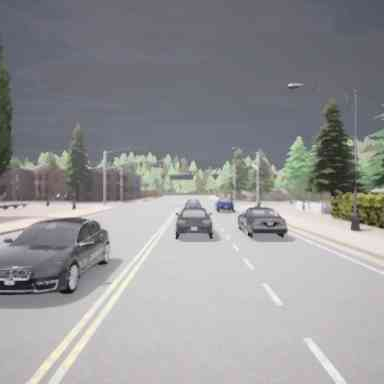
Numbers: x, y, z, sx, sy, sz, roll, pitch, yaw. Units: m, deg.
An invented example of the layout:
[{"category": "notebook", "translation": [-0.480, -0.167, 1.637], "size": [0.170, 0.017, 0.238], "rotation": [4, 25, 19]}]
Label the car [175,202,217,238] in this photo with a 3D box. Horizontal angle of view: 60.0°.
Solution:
[{"category": "car", "translation": [0.099, 1.489, 17.293], "size": [1.812, 1.442, 4.674], "rotation": [0, 0, 0]}]

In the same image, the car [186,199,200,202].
[{"category": "car", "translation": [0.097, 1.473, 34.877], "size": [2.033, 1.411, 5.357], "rotation": [0, 0, 0]}]

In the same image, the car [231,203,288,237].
[{"category": "car", "translation": [3.601, 1.510, 17.810], "size": [2.033, 1.411, 5.357], "rotation": [0, 0, 0]}]

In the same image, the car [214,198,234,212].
[{"category": "car", "translation": [3.597, 1.399, 37.297], "size": [1.882, 1.535, 5.008], "rotation": [0, 0, 0]}]

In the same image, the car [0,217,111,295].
[{"category": "car", "translation": [-3.500, 1.486, 8.808], "size": [1.837, 1.490, 4.892], "rotation": [0, 0, 0]}]
